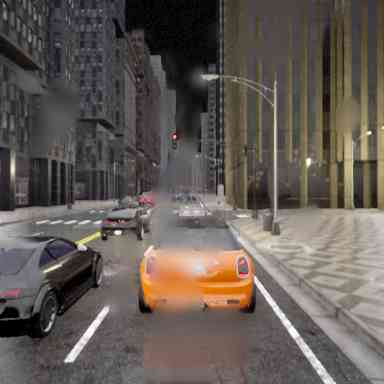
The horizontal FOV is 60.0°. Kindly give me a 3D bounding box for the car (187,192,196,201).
[{"bbox_3d":[-0.089,1.272,74.331,1.812,1.442,4.674,0,0,0],"label":"car"}]

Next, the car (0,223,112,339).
[{"bbox_3d":[-3.158,1.554,6.572,1.994,1.385,4.181,0,0,0],"label":"car"}]

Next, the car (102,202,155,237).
[{"bbox_3d":[-3.167,1.478,16.581,1.837,1.490,4.892,0,0,0],"label":"car"}]

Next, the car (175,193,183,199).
[{"bbox_3d":[-3.351,1.043,84.331,1.837,1.490,4.892,0,0,0],"label":"car"}]

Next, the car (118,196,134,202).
[{"bbox_3d":[-9.894,1.368,50.033,1.837,1.490,4.892,0,0,0],"label":"car"}]

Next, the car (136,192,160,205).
[{"bbox_3d":[-6.642,1.083,50.120,2.150,2.045,5.566,0,1,0],"label":"car"}]

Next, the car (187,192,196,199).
[{"bbox_3d":[-0.101,0.898,84.304,2.097,1.767,4.553,0,0,0],"label":"car"}]

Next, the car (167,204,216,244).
[{"bbox_3d":[0.012,1.464,16.787,2.128,1.511,4.902,0,0,1],"label":"car"}]

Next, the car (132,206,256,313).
[{"bbox_3d":[0.095,1.342,7.781,2.097,1.767,4.553,0,0,0],"label":"car"}]

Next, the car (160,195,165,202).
[{"bbox_3d":[-6.595,1.312,67.238,1.812,1.442,4.674,0,0,0],"label":"car"}]

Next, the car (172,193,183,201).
[{"bbox_3d":[-3.339,1.103,74.296,2.097,1.767,4.553,0,0,0],"label":"car"}]

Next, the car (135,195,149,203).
[{"bbox_3d":[-9.853,1.356,65.853,1.994,1.385,4.181,0,0,0],"label":"car"}]
